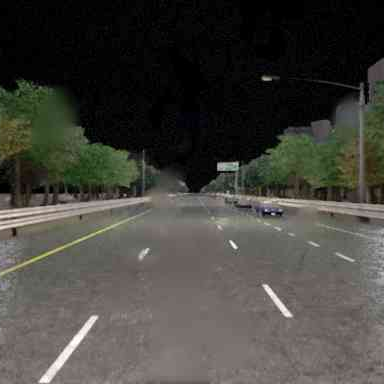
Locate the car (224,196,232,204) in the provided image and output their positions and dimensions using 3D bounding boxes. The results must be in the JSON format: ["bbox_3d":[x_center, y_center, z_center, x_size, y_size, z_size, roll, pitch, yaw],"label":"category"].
[{"bbox_3d":[7.230,1.536,62.807,2.128,1.511,4.902,0,0,0],"label":"car"}]

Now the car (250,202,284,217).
[{"bbox_3d":[7.058,1.617,31.044,1.895,1.301,4.718,0,0,0],"label":"car"}]

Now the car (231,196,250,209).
[{"bbox_3d":[7.133,1.597,47.100,1.994,1.385,4.181,0,0,0],"label":"car"}]
